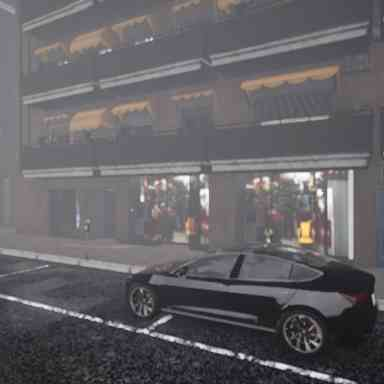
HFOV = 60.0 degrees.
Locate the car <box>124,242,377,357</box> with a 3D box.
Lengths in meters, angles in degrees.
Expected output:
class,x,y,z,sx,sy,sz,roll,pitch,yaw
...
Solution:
class,x,y,z,sx,sy,sz,roll,pitch,yaw
car,0.815,1.571,5.838,4.313,1.339,1.947,0,0,29
